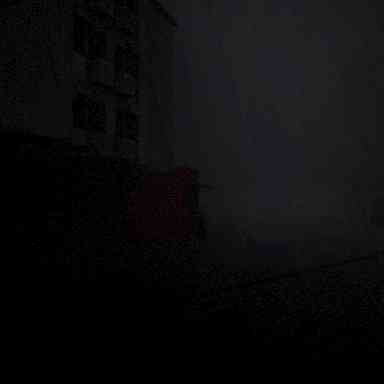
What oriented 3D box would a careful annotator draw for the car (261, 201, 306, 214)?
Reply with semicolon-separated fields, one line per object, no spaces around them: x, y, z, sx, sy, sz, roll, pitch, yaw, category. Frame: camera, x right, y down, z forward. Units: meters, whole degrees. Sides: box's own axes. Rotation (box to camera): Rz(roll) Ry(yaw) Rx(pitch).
9.715;1.601;35.566;1.895;1.301;4.718;0;0;-36;car

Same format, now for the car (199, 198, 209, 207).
0.554;1.525;48.410;1.812;1.442;4.674;0;0;-35;car
